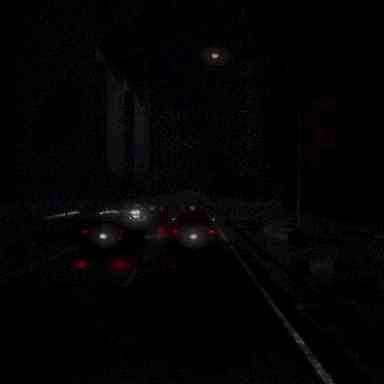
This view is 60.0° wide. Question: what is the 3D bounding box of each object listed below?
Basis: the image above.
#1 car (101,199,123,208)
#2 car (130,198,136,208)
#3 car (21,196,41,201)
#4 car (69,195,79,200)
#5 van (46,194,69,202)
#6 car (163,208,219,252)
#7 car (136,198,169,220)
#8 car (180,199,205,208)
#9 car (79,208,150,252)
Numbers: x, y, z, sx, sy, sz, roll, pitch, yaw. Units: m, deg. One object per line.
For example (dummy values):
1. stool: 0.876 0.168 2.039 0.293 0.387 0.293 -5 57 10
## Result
1. car: -9.858 1.581 41.387 2.033 1.411 5.357 0 0 0
2. car: -6.598 1.526 42.225 2.128 1.511 4.902 0 0 0
3. car: -36.203 1.546 74.689 4.206 1.307 1.802 0 0 0
4. car: -30.549 1.458 83.210 4.313 1.339 1.947 0 0 0
5. van: -30.553 1.335 74.683 3.998 1.788 1.690 0 0 0
6. car: 0.069 1.579 13.953 1.994 1.385 4.181 0 0 0
7. car: -3.183 1.377 28.796 2.097 1.767 4.553 0 0 0
8. car: 0.067 1.377 28.813 2.097 1.767 4.553 0 0 0
9. car: -3.180 1.579 13.981 1.994 1.385 4.181 0 0 0
